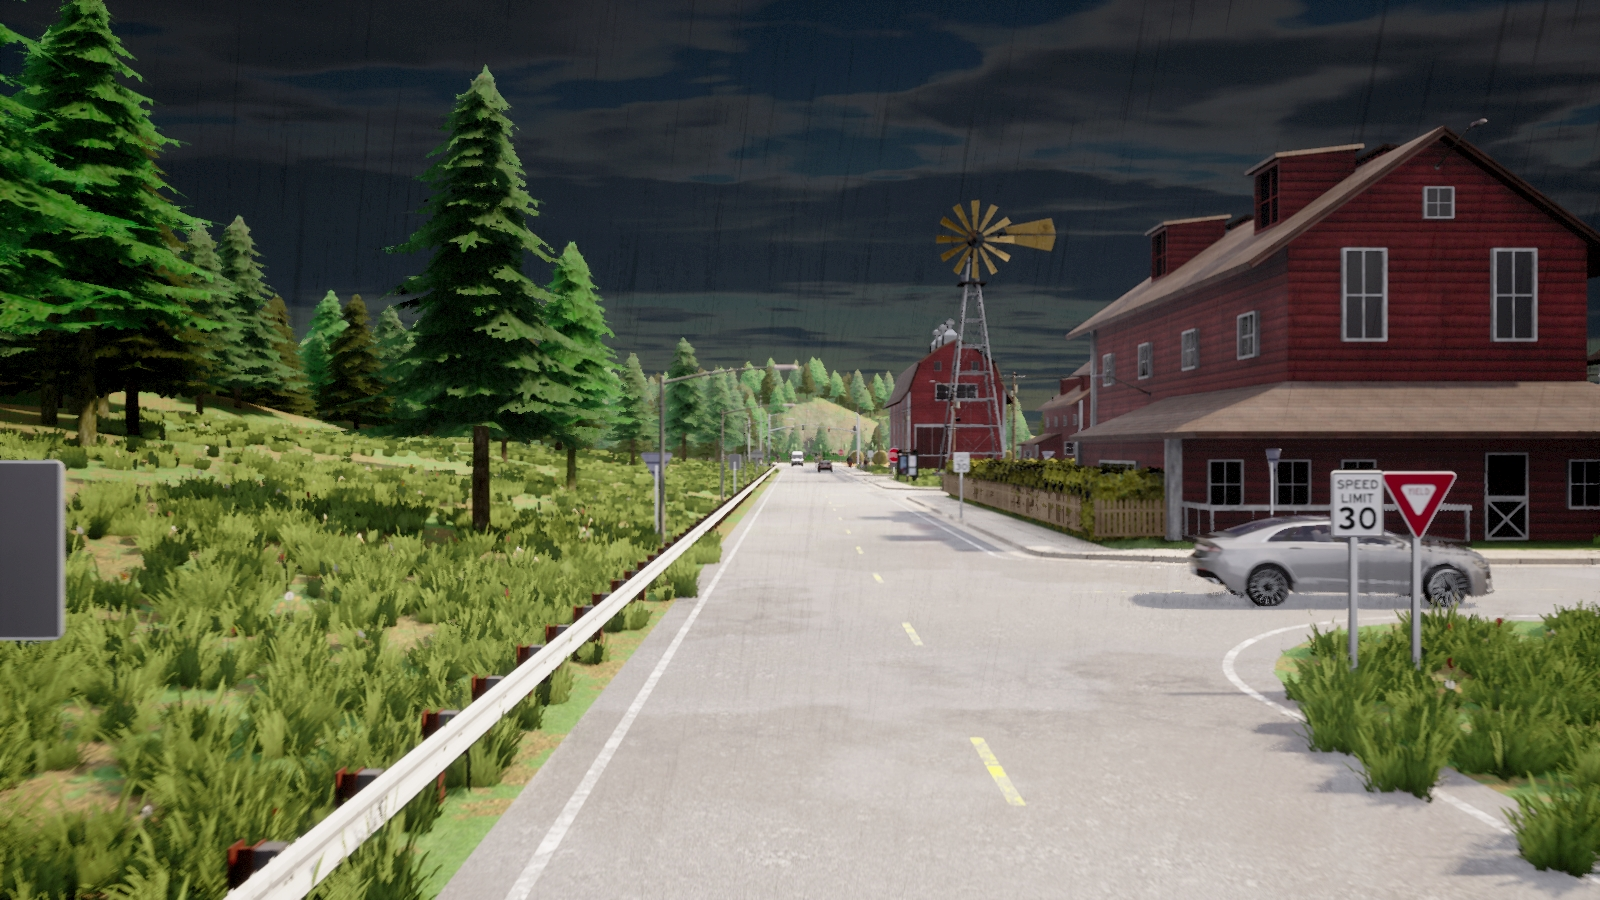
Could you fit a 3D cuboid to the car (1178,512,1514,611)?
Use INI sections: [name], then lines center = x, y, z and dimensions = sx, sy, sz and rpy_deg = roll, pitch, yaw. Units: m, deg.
[car]
center = 9.430, 1.917, 20.132
dimensions = 4.902, 1.511, 2.128
rpy_deg = 0, 0, 6
